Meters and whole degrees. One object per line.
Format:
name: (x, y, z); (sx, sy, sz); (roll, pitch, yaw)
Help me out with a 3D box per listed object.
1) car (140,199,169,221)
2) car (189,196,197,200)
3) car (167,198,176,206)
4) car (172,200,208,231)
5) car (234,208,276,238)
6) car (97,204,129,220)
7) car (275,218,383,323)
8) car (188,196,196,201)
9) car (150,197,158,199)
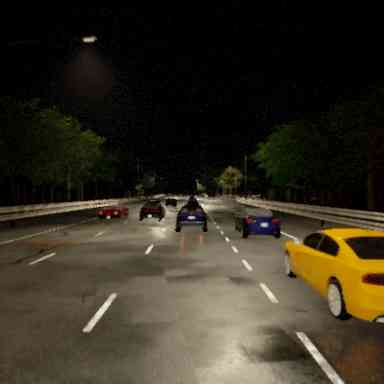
car: (-3.383, 1.661, 29.105); (1.837, 1.490, 4.892); (0, 0, 0)
car: (0.133, 1.730, 52.205); (1.812, 1.442, 4.674); (0, 0, 0)
car: (-3.365, 1.717, 54.788); (1.837, 1.490, 4.892); (0, 0, 0)
car: (-0.009, 1.567, 21.643); (2.033, 1.649, 4.856); (0, 0, 0)
car: (3.511, 1.628, 18.488); (2.163, 1.488, 4.792); (0, 0, 0)
car: (-6.881, 1.756, 29.616); (1.895, 1.301, 4.718); (0, 0, 0)
car: (3.504, 1.540, 7.461); (1.882, 1.535, 5.008); (0, 0, 0)
car: (0.060, 1.827, 93.488); (2.033, 1.411, 5.357); (0, 0, 0)
car: (-6.860, 1.716, 60.606); (2.128, 1.511, 4.902); (0, 0, 0)
